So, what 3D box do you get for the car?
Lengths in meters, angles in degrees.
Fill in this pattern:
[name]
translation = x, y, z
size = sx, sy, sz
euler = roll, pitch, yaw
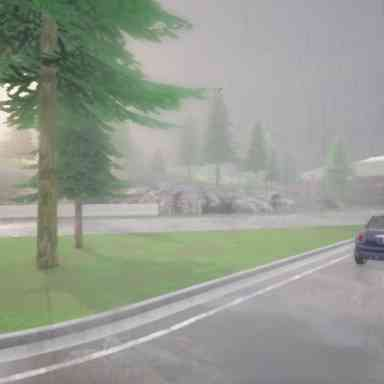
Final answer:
[car]
translation = 7.297, 1.504, 11.502
size = 2.097, 1.767, 4.553
euler = 0, -1, 42
